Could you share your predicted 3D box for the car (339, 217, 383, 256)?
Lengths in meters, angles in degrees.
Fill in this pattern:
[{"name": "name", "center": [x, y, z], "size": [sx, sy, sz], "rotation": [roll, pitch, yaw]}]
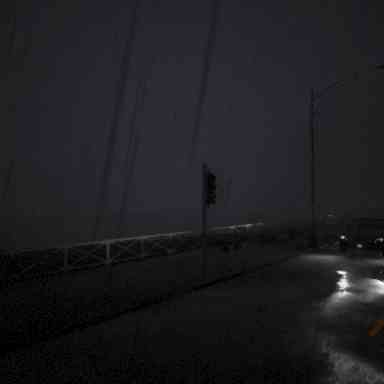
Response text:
[{"name": "car", "center": [8.182, 1.912, 15.113], "size": [1.812, 1.442, 4.674], "rotation": [-2, -2, 39]}]
